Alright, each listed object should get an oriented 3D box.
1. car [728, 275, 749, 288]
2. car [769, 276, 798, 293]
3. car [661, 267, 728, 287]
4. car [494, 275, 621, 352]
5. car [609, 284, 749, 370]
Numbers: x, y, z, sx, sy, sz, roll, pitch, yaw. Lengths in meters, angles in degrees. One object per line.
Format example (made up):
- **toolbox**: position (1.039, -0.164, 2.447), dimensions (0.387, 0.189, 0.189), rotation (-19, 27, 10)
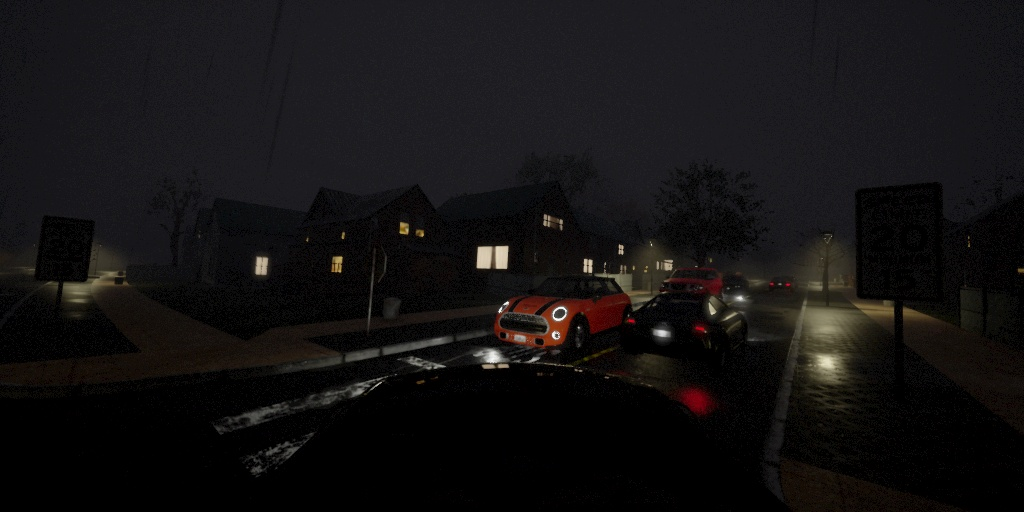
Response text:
- **car**: position (18.636, 2.385, 30.172), dimensions (1.837, 1.490, 4.892), rotation (0, -2, 40)
- **car**: position (25.734, 2.674, 34.152), dimensions (2.033, 1.411, 5.357), rotation (0, -2, 40)
- **car**: position (10.089, 1.649, 19.972), dimensions (2.150, 2.045, 5.566), rotation (0, -3, 41)
- **car**: position (1.583, 1.320, 9.743), dimensions (2.097, 1.767, 4.553), rotation (0, -2, 38)
- **car**: position (4.208, 1.545, 8.515), dimensions (1.994, 1.385, 4.181), rotation (0, -2, 40)
